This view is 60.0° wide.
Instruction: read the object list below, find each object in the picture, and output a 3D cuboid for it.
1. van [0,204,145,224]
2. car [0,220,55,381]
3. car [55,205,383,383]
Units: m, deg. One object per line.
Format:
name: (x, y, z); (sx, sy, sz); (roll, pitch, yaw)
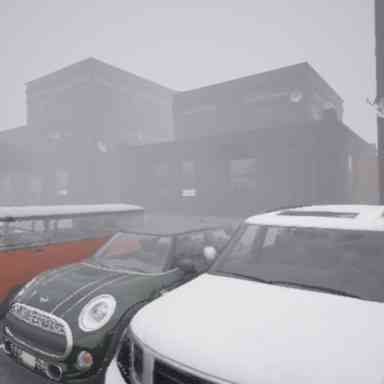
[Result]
van: (-2.960, 1.282, 7.241); (1.878, 1.987, 4.442); (0, 0, 36)
car: (-0.629, 1.372, 5.759); (2.185, 1.767, 4.553); (0, 0, 36)
car: (1.581, 1.233, 4.108); (2.435, 2.045, 5.566); (0, 0, 36)
